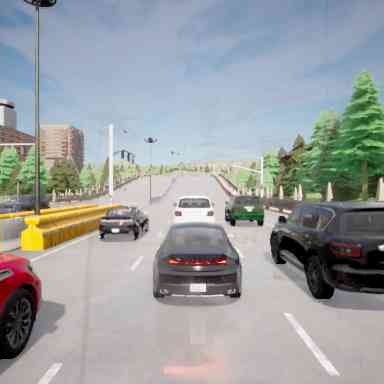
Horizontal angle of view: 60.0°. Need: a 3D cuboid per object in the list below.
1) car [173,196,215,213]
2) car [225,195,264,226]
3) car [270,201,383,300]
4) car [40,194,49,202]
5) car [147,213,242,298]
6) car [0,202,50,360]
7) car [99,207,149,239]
[{"bbox_3d":[0.115,1.221,18.808,2.150,2.045,5.566,0,0,0],"label":"car"},{"bbox_3d":[3.610,1.222,23.570,2.150,2.045,5.566,0,0,0],"label":"car"},{"bbox_3d":[3.612,1.222,8.513,2.150,2.045,5.566,0,0,0],"label":"car"},{"bbox_3d":[-13.982,1.218,28.003,2.150,2.045,5.566,0,0,0],"label":"car"},{"bbox_3d":[0.109,1.505,8.512,1.837,1.490,4.892,0,0,0],"label":"car"},{"bbox_3d":[-3.397,1.220,2.788,2.150,2.045,5.566,0,0,0],"label":"car"},{"bbox_3d":[-3.387,1.492,17.161,2.128,1.511,4.902,0,0,0],"label":"car"}]
